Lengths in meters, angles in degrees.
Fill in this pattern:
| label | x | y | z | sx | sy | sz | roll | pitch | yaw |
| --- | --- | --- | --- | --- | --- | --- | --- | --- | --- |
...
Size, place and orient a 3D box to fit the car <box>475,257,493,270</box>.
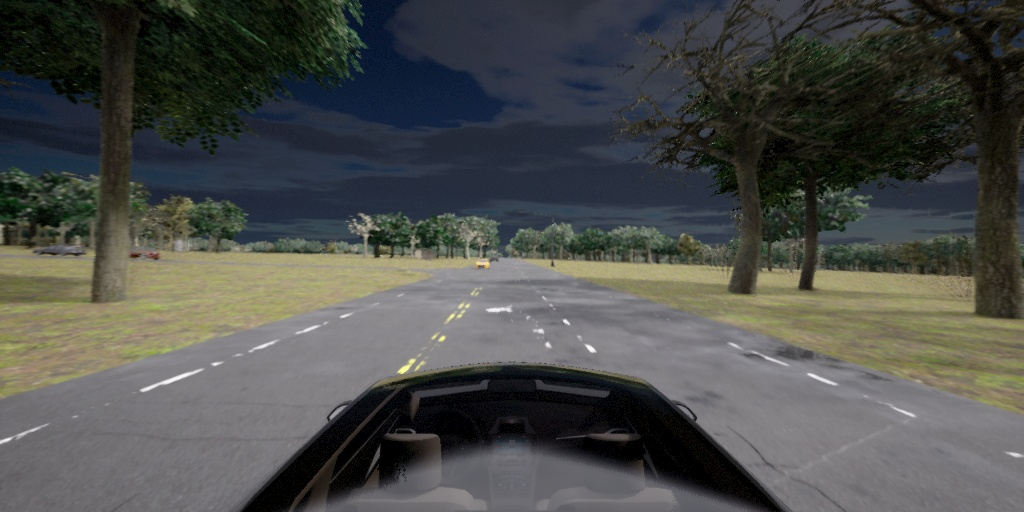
| label | x | y | z | sx | sy | sz | roll | pitch | yaw |
| --- | --- | --- | --- | --- | --- | --- | --- | --- | --- |
| car | -4.255 | 1.188 | 52.195 | 1.882 | 1.535 | 5.008 | 1 | 0 | -1 |
